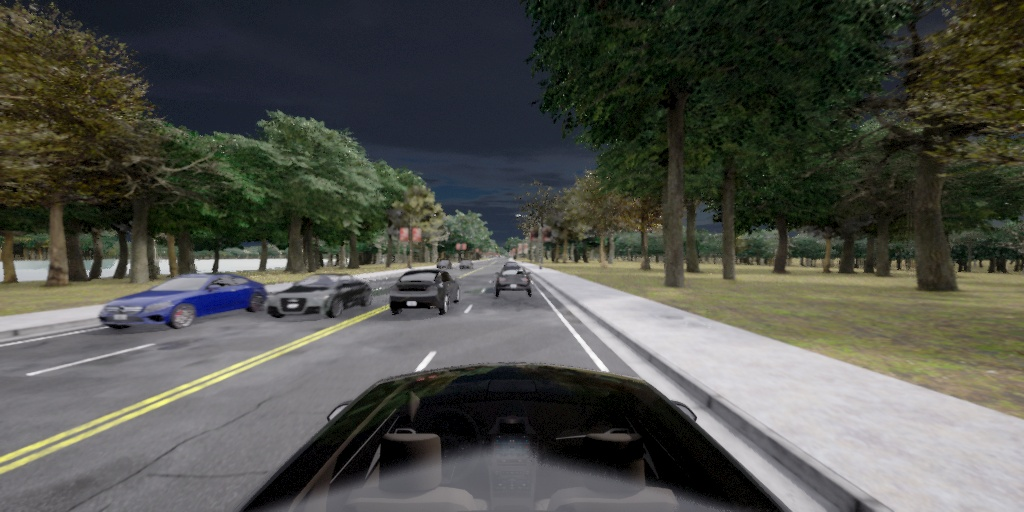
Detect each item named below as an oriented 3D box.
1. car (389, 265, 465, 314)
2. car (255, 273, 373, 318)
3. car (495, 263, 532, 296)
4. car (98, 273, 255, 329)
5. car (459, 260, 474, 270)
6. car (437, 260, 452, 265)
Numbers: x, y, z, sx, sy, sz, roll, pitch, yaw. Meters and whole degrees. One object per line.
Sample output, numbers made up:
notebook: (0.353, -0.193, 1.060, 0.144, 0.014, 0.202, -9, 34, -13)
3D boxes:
car: (-3.165, 1.257, 13.725, 1.837, 1.490, 4.892, 0, 0, 0)
car: (-6.612, 1.316, 12.809, 1.994, 1.385, 4.181, 0, 0, 0)
car: (0.068, 1.282, 19.476, 1.812, 1.442, 4.674, 0, 0, 0)
car: (-9.860, 1.278, 11.342, 1.812, 1.442, 4.674, 0, 0, 0)
car: (-6.827, 1.339, 54.105, 1.837, 1.490, 4.892, 0, 0, 0)
car: (-10.074, 1.337, 53.642, 1.837, 1.490, 4.892, 0, 0, 0)
